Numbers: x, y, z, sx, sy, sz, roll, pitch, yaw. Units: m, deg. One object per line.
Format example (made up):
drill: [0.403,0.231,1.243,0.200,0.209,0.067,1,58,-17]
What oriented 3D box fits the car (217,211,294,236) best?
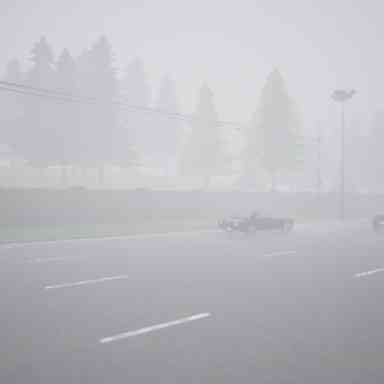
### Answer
car: [3.831,1.757,19.384,4.718,1.301,1.895,1,0,-36]

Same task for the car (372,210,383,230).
car: [13.796,1.789,22.197,4.674,1.442,1.812,1,0,-36]
